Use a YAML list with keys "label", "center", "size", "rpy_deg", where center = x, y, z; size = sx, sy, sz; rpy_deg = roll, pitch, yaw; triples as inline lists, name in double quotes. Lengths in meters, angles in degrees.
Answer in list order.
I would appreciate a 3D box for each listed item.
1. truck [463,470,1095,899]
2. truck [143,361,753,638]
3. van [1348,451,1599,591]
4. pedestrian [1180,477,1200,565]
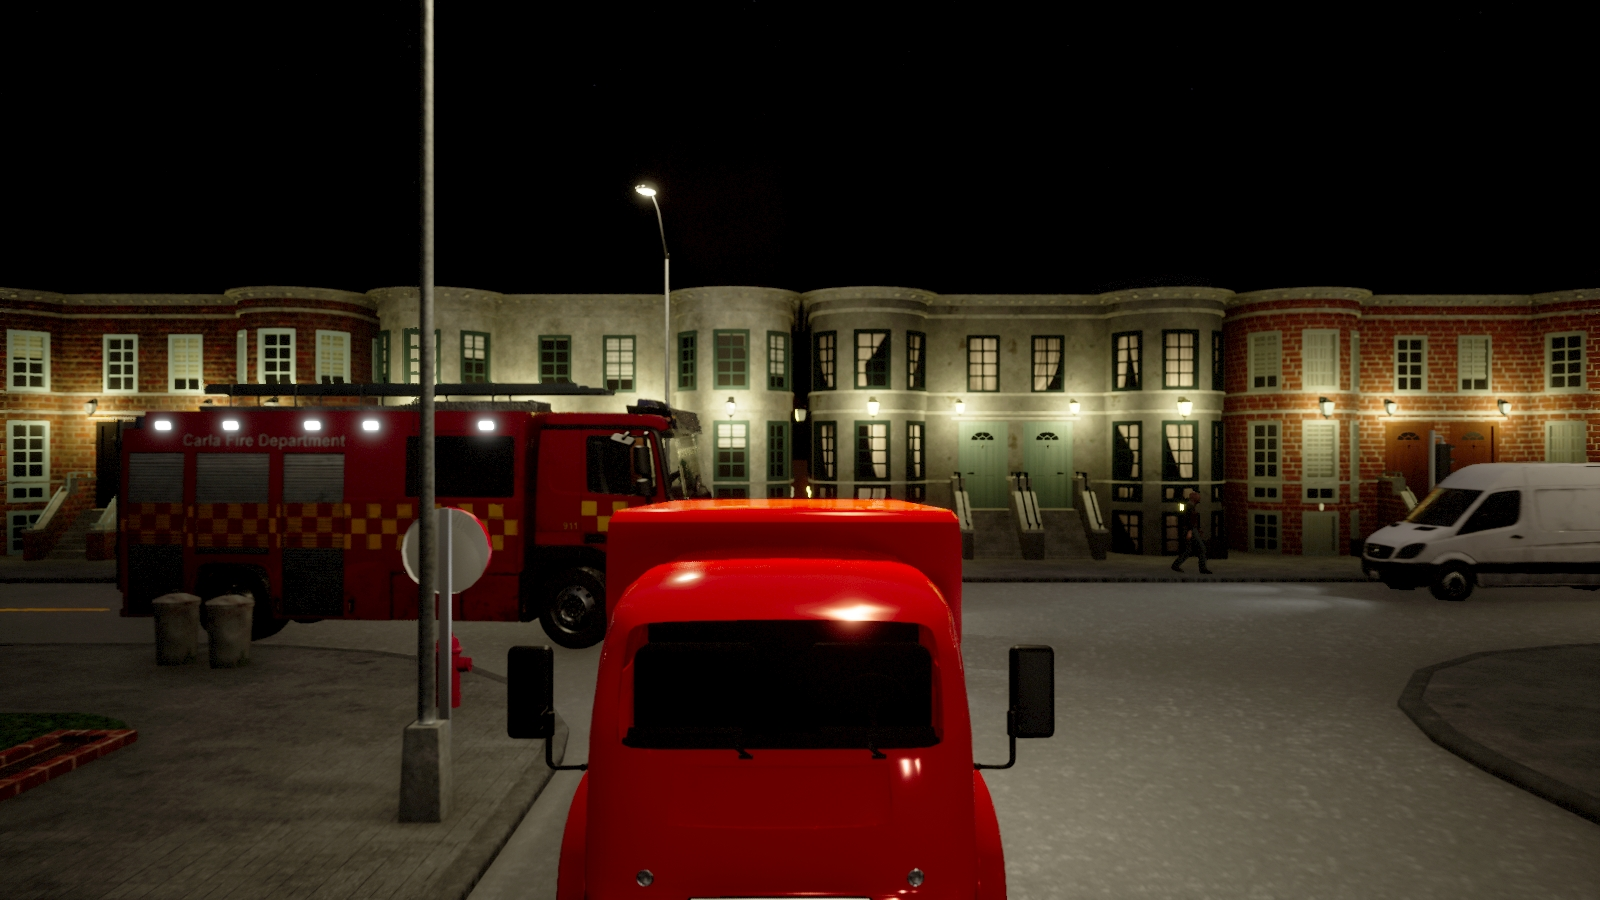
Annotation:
- label: "truck"
  center: [-0.100, 1.361, 7.366]
  size: [2.627, 2.467, 5.204]
  rpy_deg: [0, -1, 0]
- label: "truck"
  center: [-5.105, 0.667, 17.539]
  size: [8.468, 3.827, 2.891]
  rpy_deg: [0, 0, 4]
- label: "van"
  center: [13.987, 1.313, 22.003]
  size: [5.915, 2.561, 1.988]
  rpy_deg: [0, 0, 0]
- label: "pedestrian"
  center: [8.423, 1.522, 24.655]
  size: [0.375, 1.860, 0.375]
  rpy_deg: [0, 0, 13]
